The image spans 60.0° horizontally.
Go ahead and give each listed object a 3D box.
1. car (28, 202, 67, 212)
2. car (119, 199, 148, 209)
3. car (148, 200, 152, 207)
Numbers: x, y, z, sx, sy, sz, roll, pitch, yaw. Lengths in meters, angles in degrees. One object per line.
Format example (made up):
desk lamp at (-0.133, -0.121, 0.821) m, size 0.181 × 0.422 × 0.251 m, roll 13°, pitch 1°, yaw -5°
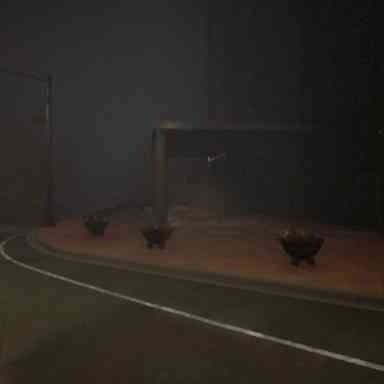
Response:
car at (-20.012, 2.079, 46.033) m, size 4.718 × 1.301 × 1.895 m, roll 0°, pitch -1°, yaw -44°
car at (-9.707, 1.978, 52.595) m, size 1.837 × 1.490 × 4.892 m, roll -1°, pitch -1°, yaw 31°
car at (-9.139, 2.059, 60.389) m, size 1.812 × 1.442 × 4.674 m, roll -1°, pitch -1°, yaw 33°
